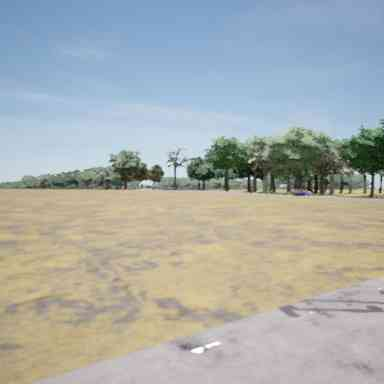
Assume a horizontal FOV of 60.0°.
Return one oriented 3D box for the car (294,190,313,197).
[{"bbox_3d":[27.726,0.221,82.492,2.097,1.767,4.553,0,2,-36],"label":"car"}]
